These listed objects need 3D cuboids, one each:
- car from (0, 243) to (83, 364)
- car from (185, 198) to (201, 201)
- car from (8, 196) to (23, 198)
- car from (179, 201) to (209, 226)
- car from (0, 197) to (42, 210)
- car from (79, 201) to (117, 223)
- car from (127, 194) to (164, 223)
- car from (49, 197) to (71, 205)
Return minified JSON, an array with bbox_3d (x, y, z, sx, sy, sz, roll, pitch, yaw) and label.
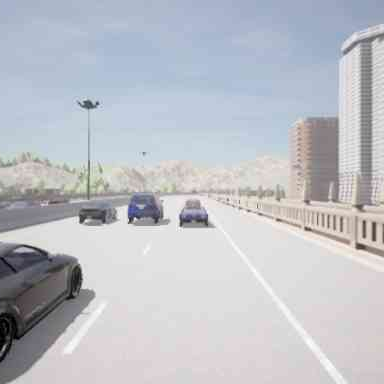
[{"bbox_3d":[-3.396,1.547,5.679,1.994,1.385,4.181,0,0,0],"label":"car"},{"bbox_3d":[0.120,1.452,40.255,1.994,1.385,4.181,0,0,0],"label":"car"},{"bbox_3d":[-17.547,1.259,32.967,2.097,1.767,4.553,0,0,0],"label":"car"},{"bbox_3d":[0.115,1.537,22.893,1.895,1.301,4.718,0,0,0],"label":"car"},{"bbox_3d":[-14.068,1.448,27.665,1.812,1.442,4.674,0,0,0],"label":"car"},{"bbox_3d":[-6.886,1.436,24.692,1.837,1.490,4.892,0,0,0],"label":"car"},{"bbox_3d":[-3.385,1.152,24.921,2.150,2.045,5.566,0,0,0],"label":"car"},{"bbox_3d":[-21.095,1.456,53.345,1.895,1.301,4.718,0,0,-1],"label":"car"}]
